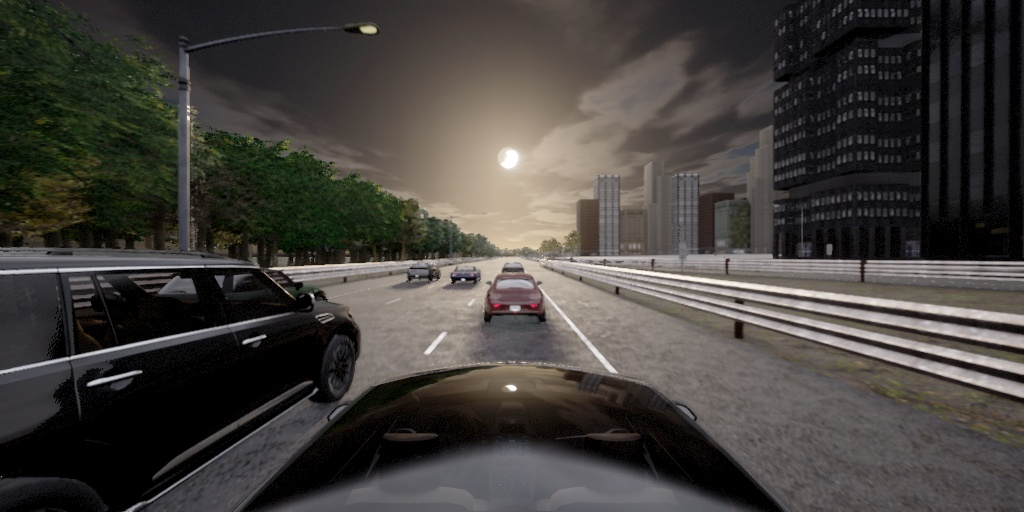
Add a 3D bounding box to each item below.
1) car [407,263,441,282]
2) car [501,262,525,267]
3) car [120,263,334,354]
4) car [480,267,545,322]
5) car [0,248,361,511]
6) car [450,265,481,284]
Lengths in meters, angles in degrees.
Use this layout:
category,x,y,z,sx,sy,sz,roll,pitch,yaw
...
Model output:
category,x,y,z,sx,sy,sz,roll,pitch,yaw
car,-6.910,1.259,28.528,2.128,1.511,4.902,0,0,0
car,0.090,1.245,30.158,1.882,1.535,5.008,0,0,0
car,-6.904,1.108,9.542,2.097,1.767,4.553,0,0,0
car,0.082,1.284,12.248,1.812,1.442,4.674,0,0,0
car,-3.402,0.973,3.179,2.150,2.045,5.566,0,0,0
car,-3.410,1.368,27.313,1.895,1.301,4.718,0,0,0
